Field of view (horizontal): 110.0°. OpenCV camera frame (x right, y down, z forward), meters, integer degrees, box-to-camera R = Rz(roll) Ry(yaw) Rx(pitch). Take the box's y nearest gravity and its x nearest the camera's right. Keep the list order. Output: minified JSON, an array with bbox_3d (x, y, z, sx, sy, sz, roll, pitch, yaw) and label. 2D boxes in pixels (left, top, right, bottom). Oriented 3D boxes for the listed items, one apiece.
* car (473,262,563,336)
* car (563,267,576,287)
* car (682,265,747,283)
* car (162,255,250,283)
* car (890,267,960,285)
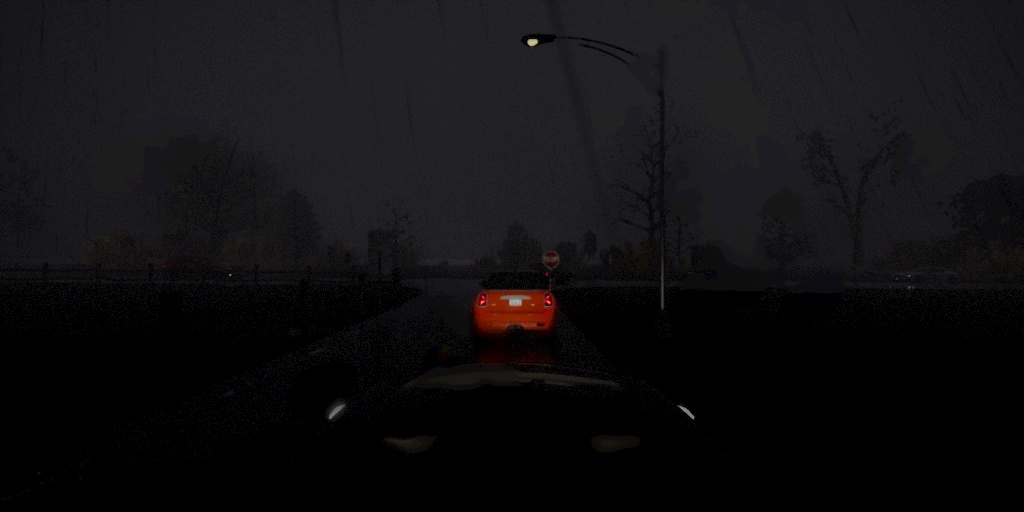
[{"bbox_3d":[0.081,1.146,10.701,2.097,1.767,4.553,0,0,0],"label":"car"},{"bbox_3d":[2.648,1.236,24.488,2.097,1.767,4.553,1,-1,33],"label":"car"},{"bbox_3d":[17.153,1.492,30.505,5.008,1.535,1.882,0,0,0],"label":"car"},{"bbox_3d":[-23.453,0.947,27.582,5.566,2.045,2.150,1,0,0],"label":"car"},{"bbox_3d":[35.077,1.664,30.484,4.674,1.442,1.812,0,0,0],"label":"car"}]
